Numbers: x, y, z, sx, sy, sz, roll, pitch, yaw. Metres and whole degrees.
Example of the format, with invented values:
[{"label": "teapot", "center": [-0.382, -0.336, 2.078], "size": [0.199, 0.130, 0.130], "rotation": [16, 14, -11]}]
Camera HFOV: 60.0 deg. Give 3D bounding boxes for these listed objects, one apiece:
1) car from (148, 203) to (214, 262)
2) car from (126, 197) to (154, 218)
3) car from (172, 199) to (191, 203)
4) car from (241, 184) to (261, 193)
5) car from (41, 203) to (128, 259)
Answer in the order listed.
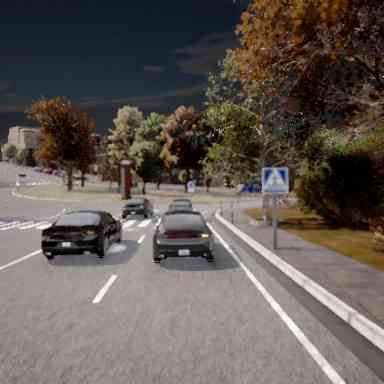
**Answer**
[{"label": "car", "center": [-0.326, 1.382, 11.626], "size": [1.837, 1.490, 4.892], "rotation": [-1, 1, -2]}, {"label": "car", "center": [-4.167, 1.196, 26.220], "size": [1.837, 1.490, 4.892], "rotation": [-1, 1, 2]}, {"label": "car", "center": [-0.800, 1.222, 24.651], "size": [2.033, 1.411, 5.357], "rotation": [-1, 1, -1]}, {"label": "car", "center": [13.123, -0.809, 74.758], "size": [2.150, 2.045, 5.566], "rotation": [-2, 3, -26]}, {"label": "car", "center": [-3.862, 1.397, 12.454], "size": [1.882, 1.535, 5.008], "rotation": [-1, 1, -2]}]
